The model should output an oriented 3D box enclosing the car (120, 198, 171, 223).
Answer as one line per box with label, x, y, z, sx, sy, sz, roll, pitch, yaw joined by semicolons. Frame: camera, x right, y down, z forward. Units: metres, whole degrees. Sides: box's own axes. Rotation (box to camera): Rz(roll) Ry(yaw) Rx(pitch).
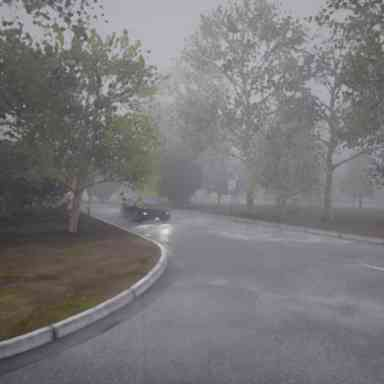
car;-3.093;1.061;20.925;2.033;1.411;5.357;1;1;-26
